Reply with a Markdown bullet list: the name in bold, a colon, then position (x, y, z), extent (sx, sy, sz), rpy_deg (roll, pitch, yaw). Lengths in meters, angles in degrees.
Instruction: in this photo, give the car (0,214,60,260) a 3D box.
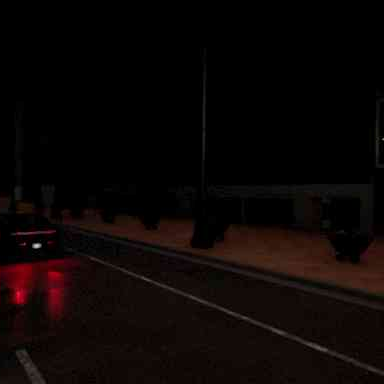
- **car**: position (-6.693, 1.600, 13.064), extent (2.128, 1.511, 4.902), rpy_deg (1, -1, -38)
